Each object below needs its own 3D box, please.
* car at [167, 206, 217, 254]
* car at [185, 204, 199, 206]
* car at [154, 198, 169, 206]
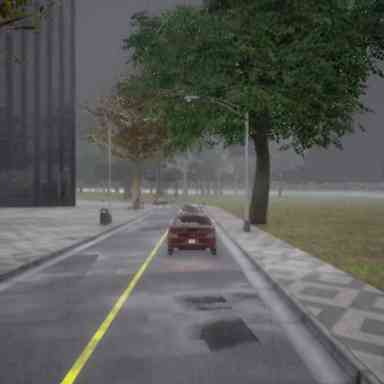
[{"bbox_3d":[0.022,1.610,14.264,1.882,1.535,5.008,0,0,0],"label":"car"},{"bbox_3d":[-0.014,1.756,28.904,1.812,1.442,4.674,0,0,0],"label":"car"},{"bbox_3d":[-5.871,1.819,63.557,1.882,1.535,5.008,0,0,-21],"label":"car"}]
